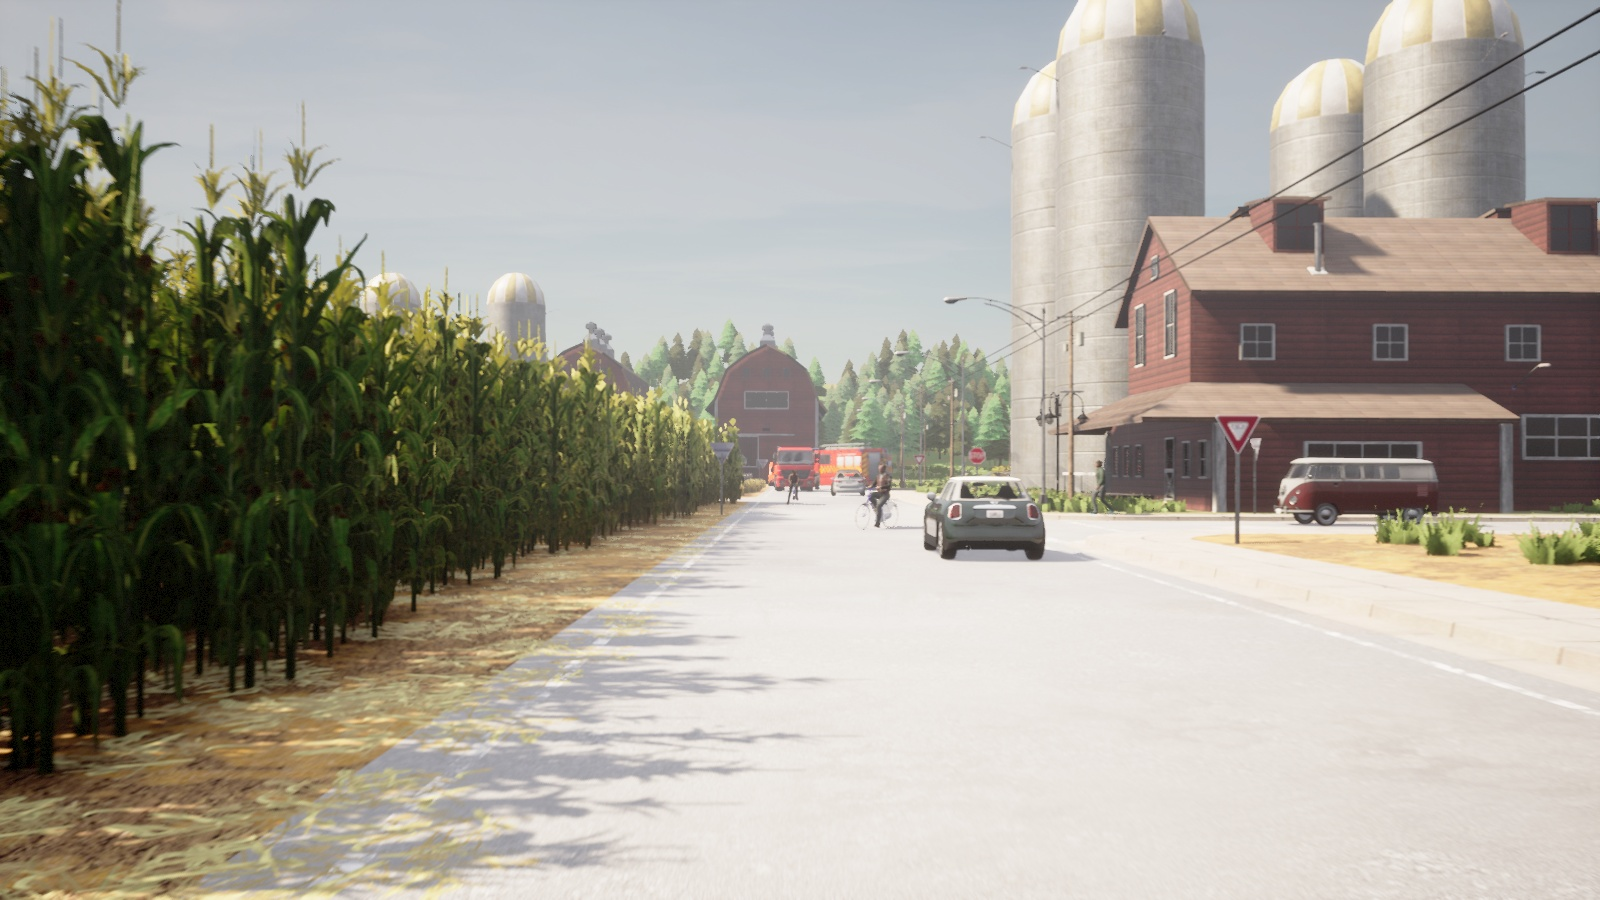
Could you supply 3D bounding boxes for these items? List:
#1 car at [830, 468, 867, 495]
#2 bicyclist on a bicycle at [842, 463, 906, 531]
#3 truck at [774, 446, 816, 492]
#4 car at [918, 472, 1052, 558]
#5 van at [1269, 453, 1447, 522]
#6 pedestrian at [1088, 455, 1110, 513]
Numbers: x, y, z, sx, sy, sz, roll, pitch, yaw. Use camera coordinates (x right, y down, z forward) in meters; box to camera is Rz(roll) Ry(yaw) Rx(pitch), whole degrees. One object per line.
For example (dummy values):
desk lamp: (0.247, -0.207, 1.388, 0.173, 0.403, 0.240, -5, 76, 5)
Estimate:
car: (3.096, 2.010, 80.693, 2.242, 1.667, 4.611, 0, -1, 1)
bicyclist on a bicycle: (1.994, 1.248, 33.789, 0.659, 1.776, 1.843, 2, 0, 43)
truck: (-0.475, 1.481, 97.640, 2.891, 3.462, 7.936, 0, -1, -3)
car: (3.397, 1.168, 23.769, 1.970, 1.475, 3.806, 0, -1, 0)
van: (16.460, 1.103, 37.185, 4.442, 1.987, 1.775, 0, -1, -1)
pedestrian: (9.727, 1.101, 40.815, 0.614, 1.847, 0.353, 0, -1, -2)
